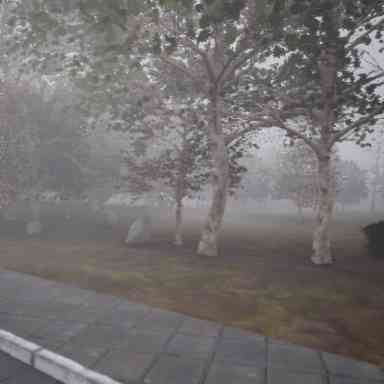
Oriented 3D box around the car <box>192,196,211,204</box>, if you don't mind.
[{"bbox_3d":[2.432,2.204,92.060,2.435,2.045,5.566,5,1,43],"label":"car"}]
